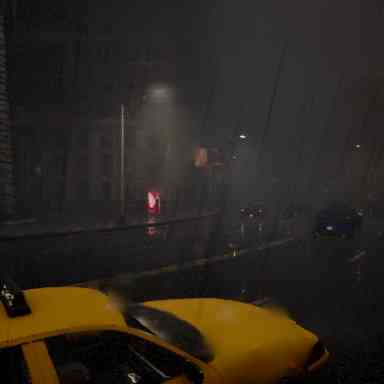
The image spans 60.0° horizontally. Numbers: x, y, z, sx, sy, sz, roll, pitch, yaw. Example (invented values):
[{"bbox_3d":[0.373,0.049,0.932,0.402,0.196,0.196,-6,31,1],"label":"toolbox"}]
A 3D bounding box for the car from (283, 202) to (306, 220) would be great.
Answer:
[{"bbox_3d":[8.722,1.547,27.486,1.994,1.385,4.181,0,0,21],"label":"car"}]

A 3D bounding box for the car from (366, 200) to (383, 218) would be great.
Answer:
[{"bbox_3d":[16.881,1.491,30.281,1.837,1.490,4.892,0,0,14],"label":"car"}]

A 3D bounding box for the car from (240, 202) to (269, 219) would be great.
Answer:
[{"bbox_3d":[5.505,1.579,28.834,1.895,1.301,4.718,0,0,20],"label":"car"}]

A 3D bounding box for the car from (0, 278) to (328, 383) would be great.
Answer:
[{"bbox_3d":[-1.044,1.453,2.569,5.366,1.575,1.801,0,0,-36],"label":"car"}]

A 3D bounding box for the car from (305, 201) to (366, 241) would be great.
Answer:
[{"bbox_3d":[7.505,1.468,17.041,1.882,1.535,5.008,0,0,32],"label":"car"}]
